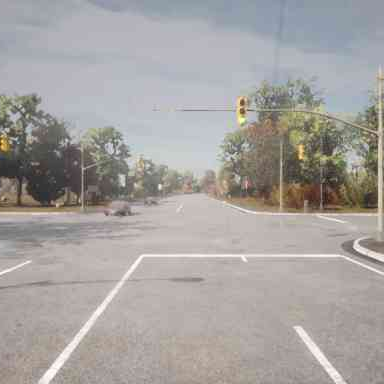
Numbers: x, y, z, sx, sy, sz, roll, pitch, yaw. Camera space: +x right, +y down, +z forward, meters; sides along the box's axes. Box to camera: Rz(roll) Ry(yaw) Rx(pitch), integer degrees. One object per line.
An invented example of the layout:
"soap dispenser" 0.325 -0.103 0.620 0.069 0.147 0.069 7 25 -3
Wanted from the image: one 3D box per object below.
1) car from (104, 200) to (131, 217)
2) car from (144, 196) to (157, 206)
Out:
"car" -7.007 1.536 31.788 1.812 1.442 4.674 0 0 0
"car" -7.000 1.504 56.844 1.812 1.442 4.674 0 0 0
